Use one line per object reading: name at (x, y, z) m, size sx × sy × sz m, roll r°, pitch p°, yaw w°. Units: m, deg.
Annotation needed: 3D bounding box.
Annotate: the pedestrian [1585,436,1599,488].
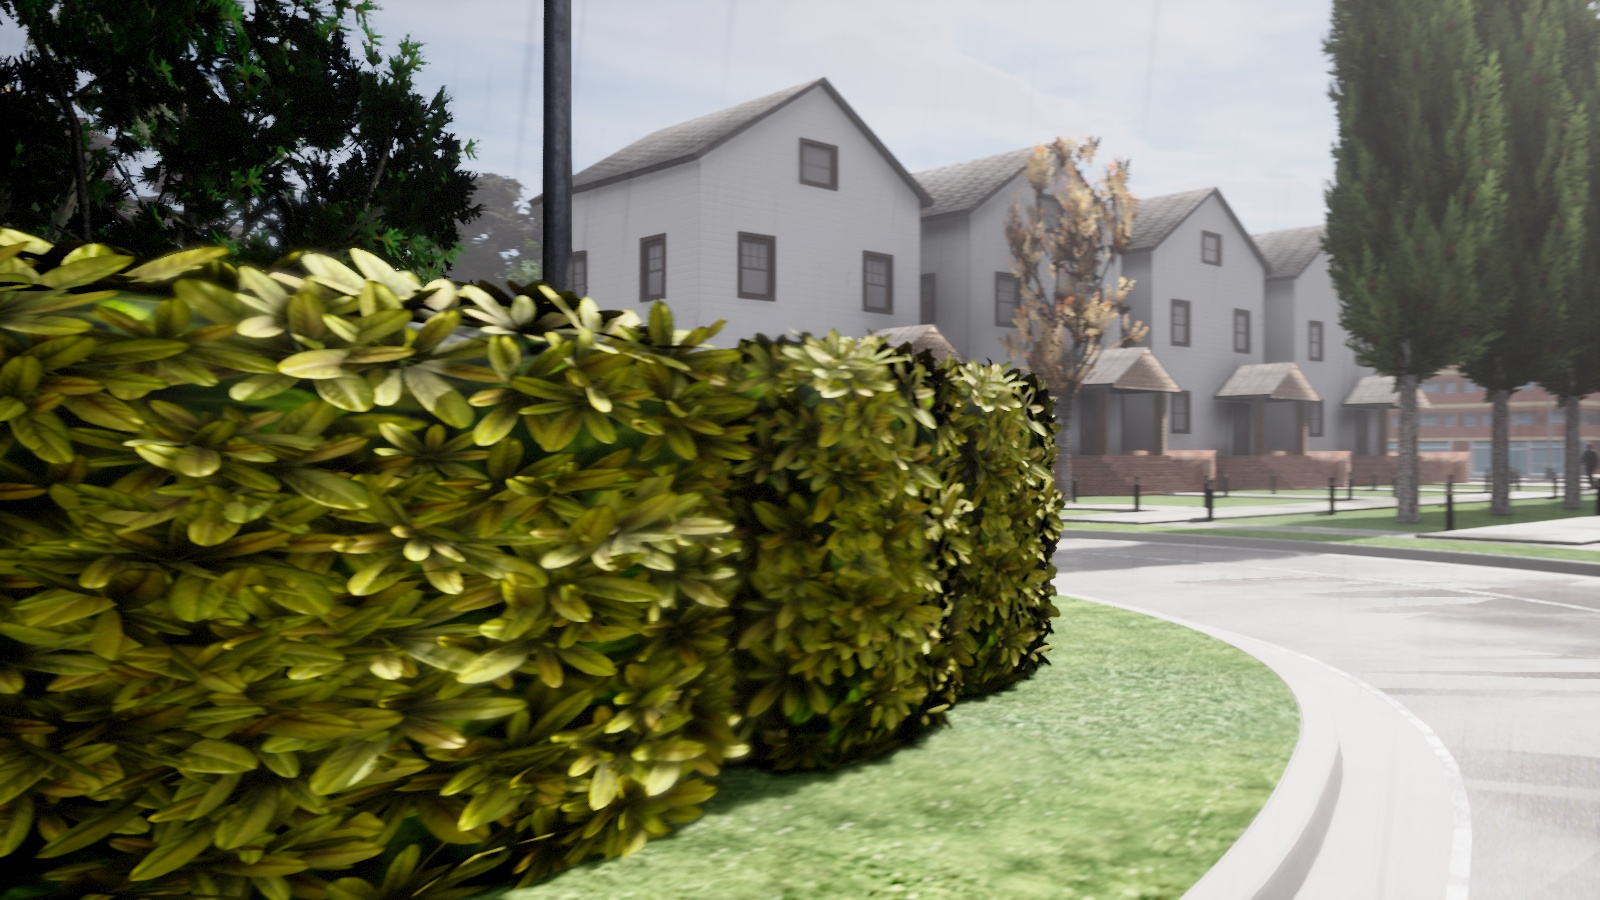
pedestrian at (30.243, 0.461, 47.791) m, size 0.788 × 1.949 × 0.423 m, roll 0°, pitch 0°, yaw -41°
